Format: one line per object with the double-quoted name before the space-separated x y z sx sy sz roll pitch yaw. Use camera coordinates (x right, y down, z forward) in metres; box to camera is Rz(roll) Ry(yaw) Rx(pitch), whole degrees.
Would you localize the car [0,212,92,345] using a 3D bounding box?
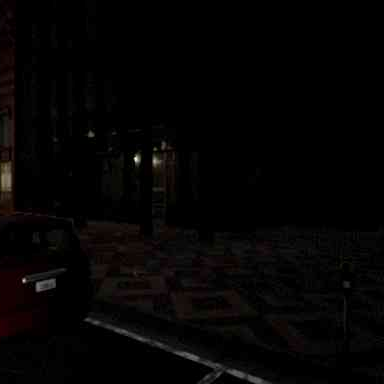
"car" -3.833 1.271 5.706 5.009 1.841 2.192 0 0 36
